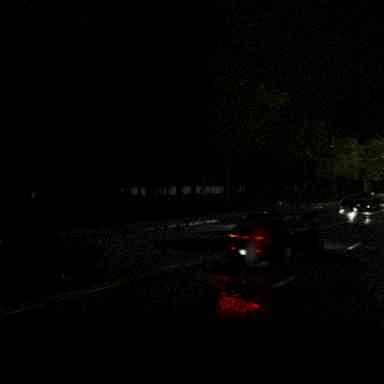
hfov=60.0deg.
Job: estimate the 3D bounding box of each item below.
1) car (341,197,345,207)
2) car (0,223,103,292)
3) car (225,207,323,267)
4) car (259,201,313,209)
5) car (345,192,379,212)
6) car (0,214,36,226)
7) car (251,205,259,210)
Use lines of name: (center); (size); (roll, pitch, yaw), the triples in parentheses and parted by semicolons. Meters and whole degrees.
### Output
car: (21.882, 1.065, 45.351); (2.097, 1.767, 4.553); (0, 1, 40)
car: (-4.553, 1.612, 7.686); (1.895, 1.301, 4.718); (0, 0, 39)
car: (3.014, 1.489, 11.543); (1.837, 1.490, 4.892); (0, 0, 39)
car: (6.476, 1.438, 21.289); (1.882, 1.535, 5.008); (0, 0, 39)
car: (19.154, 1.028, 36.902); (2.150, 2.045, 5.566); (0, 0, 39)
car: (-6.623, 1.497, 10.294); (1.882, 1.535, 5.008); (0, 0, 39)
car: (6.289, 1.443, 26.214); (2.128, 1.511, 4.902); (0, 0, 39)
